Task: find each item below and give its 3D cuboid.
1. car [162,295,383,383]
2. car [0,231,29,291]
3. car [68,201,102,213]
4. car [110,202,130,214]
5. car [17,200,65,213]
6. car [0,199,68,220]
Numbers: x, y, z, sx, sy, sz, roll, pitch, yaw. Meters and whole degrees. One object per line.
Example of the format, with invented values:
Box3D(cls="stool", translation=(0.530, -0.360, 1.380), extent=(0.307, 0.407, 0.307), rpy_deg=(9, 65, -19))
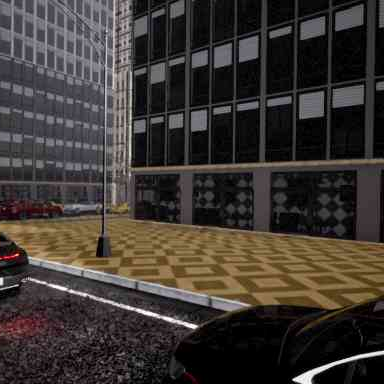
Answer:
Box3D(cls="car", translation=(1.974, 1.505, 2.267), extent=(4.892, 1.490, 1.837), rpy_deg=(0, 0, 36))
Box3D(cls="car", translation=(-5.742, 1.500, 7.811), extent=(4.892, 1.490, 1.837), rpy_deg=(0, 0, 36))
Box3D(cls="car", translation=(-13.181, 1.795, 40.699), extent=(1.895, 1.301, 4.718), rpy_deg=(1, 0, 37))
Box3D(cls="car", translation=(-7.341, 1.830, 38.862), extent=(1.752, 1.417, 4.829), rpy_deg=(1, 0, 37))
Box3D(cls="car", translation=(-17.636, 1.643, 39.063), extent=(1.752, 1.417, 4.829), rpy_deg=(1, 0, 37))
Box3D(cls="car", translation=(-14.173, 1.519, 29.675), extent=(2.192, 1.841, 5.009), rpy_deg=(1, 0, 37))
